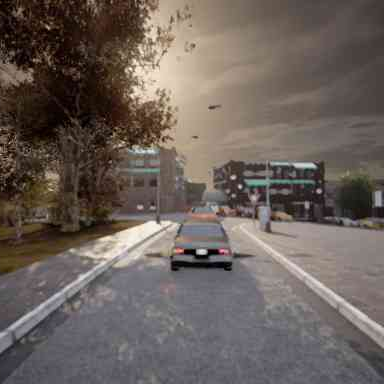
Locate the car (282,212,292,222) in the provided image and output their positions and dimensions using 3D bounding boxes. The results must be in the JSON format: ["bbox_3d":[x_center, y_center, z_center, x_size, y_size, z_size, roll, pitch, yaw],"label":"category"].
[{"bbox_3d":[13.639,3.825,53.335,1.946,1.575,5.366,7,-4,-30],"label":"car"}]

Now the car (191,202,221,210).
[{"bbox_3d":[0.767,1.841,24.957,2.097,1.767,4.553,0,-2,1],"label":"car"}]

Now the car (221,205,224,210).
[{"bbox_3d":[1.957,2.573,50.986,2.435,2.045,5.566,1,-3,-30],"label":"car"}]

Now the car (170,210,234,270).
[{"bbox_3d":[0.306,1.584,11.179,2.033,1.411,5.357,0,0,1],"label":"car"}]

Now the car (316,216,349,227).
[{"bbox_3d":[22.609,4.734,54.716,2.002,1.452,4.674,7,-4,-30],"label":"car"}]

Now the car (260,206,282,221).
[{"bbox_3d":[10.806,3.286,52.635,2.435,2.045,5.566,7,-4,-30],"label":"car"}]

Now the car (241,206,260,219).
[{"bbox_3d":[7.809,3.118,52.076,2.185,1.767,4.553,6,-4,-31],"label":"car"}]

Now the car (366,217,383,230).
[{"bbox_3d":[28.461,5.273,55.886,1.946,1.575,5.366,7,-4,-29],"label":"car"}]

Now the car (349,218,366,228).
[{"bbox_3d":[25.580,5.025,55.231,2.002,1.452,4.674,7,-4,-29],"label":"car"}]

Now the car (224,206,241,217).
[{"bbox_3d":[4.837,2.866,51.576,2.185,1.767,4.553,4,-3,-31],"label":"car"}]
